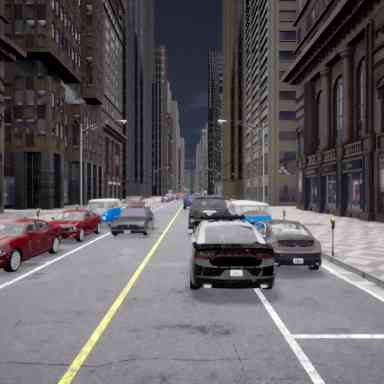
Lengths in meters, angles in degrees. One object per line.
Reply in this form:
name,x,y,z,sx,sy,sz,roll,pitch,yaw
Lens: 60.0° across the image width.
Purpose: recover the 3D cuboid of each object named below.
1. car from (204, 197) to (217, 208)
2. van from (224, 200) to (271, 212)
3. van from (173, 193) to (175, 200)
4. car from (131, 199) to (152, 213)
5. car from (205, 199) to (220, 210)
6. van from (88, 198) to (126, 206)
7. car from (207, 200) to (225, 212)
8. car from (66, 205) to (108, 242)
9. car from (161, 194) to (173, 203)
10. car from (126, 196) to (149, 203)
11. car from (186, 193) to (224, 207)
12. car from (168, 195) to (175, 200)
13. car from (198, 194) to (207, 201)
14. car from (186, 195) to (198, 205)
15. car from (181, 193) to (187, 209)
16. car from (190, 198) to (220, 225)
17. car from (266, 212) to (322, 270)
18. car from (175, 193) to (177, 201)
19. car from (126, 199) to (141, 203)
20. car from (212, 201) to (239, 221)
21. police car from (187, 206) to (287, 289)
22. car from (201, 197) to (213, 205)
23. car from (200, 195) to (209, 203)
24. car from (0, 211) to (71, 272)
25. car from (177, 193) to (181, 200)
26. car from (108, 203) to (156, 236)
car,2.716,1.540,50.296,1.752,1.417,4.829,0,0,0
van,2.748,1.344,16.413,1.690,1.788,3.998,0,0,0
van,-5.840,1.383,83.815,1.690,1.788,3.998,0,0,0
car,-5.798,1.535,38.698,1.752,1.417,4.829,0,0,0
car,2.722,1.593,44.507,1.802,1.307,4.206,0,0,0
van,-5.782,1.345,22.013,1.690,1.788,3.998,0,0,0
car,2.727,1.591,38.889,1.802,1.307,4.206,0,0,0
car,-5.777,1.547,16.394,1.887,1.381,4.507,0,0,0
car,-5.829,1.615,72.578,1.802,1.307,4.206,0,0,0
car,-5.793,1.323,33.249,2.192,1.841,5.009,0,0,0
car,0.883,1.228,19.190,2.150,2.045,5.566,0,0,0
car,-5.850,1.619,95.052,1.947,1.339,4.313,0,0,0
car,2.685,1.357,83.839,2.192,1.841,5.009,0,0,0
car,-0.054,1.373,58.802,2.097,1.767,4.553,0,0,0
car,-0.031,1.233,44.463,2.150,2.045,5.566,0,0,0
car,0.876,1.356,25.130,2.097,1.767,4.553,0,0,0
car,2.753,1.552,10.794,2.008,1.369,4.403,0,0,0
car,-5.845,1.592,89.433,1.887,1.381,4.507,0,0,0
car,-5.788,1.557,27.631,2.008,1.369,4.403,0,0,0
car,2.737,1.531,27.821,1.752,1.417,4.829,0,0,0
police car,0.892,1.426,9.270,1.930,1.638,5.238,0,0,0
car,2.706,1.589,61.364,1.947,1.339,4.313,0,0,0
car,2.696,1.473,72.601,1.967,1.590,4.097,0,0,0
car,-5.772,1.546,10.776,1.887,1.381,4.507,0,0,0
car,-3.083,1.269,89.587,2.150,2.045,5.566,0,0,0
car,-3.117,1.551,18.619,2.033,1.411,5.357,0,0,0
